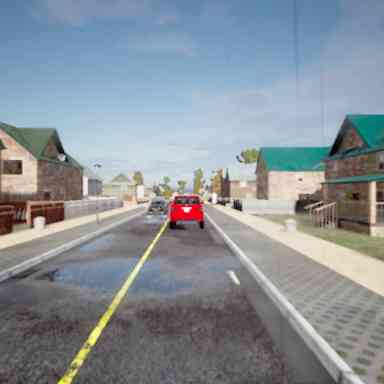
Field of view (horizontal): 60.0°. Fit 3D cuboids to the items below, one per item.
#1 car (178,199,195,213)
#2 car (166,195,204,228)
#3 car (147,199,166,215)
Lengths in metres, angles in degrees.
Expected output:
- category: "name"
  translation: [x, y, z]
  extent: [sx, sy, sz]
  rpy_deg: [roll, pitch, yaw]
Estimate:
- category: "car"
  translation: [-0.623, 1.594, 38.074]
  extent: [1.812, 1.442, 4.674]
  rpy_deg: [0, 0, -1]
- category: "car"
  translation: [-0.342, 1.227, 22.224]
  extent: [2.150, 2.045, 5.566]
  rpy_deg: [0, -1, -1]
- category: "car"
  translation: [-3.479, 1.556, 34.438]
  extent: [1.837, 1.490, 4.892]
  rpy_deg: [0, 0, -1]
